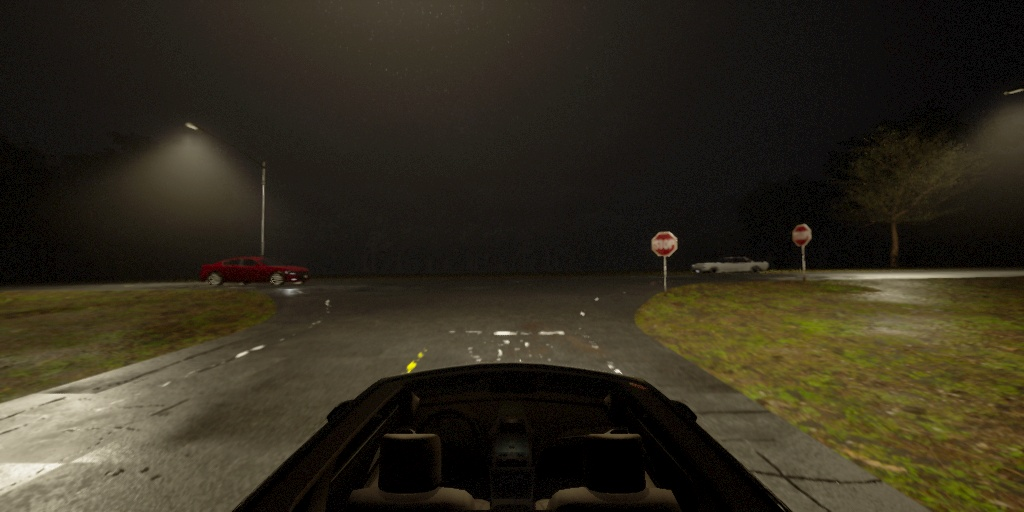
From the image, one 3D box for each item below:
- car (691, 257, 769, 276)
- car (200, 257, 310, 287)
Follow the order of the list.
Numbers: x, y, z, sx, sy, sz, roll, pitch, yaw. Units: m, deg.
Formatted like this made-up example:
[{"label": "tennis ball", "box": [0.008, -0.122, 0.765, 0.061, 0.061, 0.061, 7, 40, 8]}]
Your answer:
[{"label": "car", "box": [15.540, 0.741, 25.805, 4.718, 1.301, 1.895, -1, -2, -1]}, {"label": "car", "box": [-13.149, 0.792, 18.535, 5.008, 1.535, 1.882, 0, -2, 1]}]
